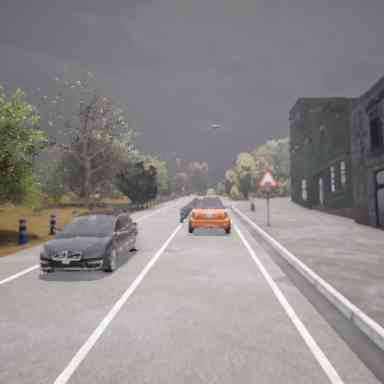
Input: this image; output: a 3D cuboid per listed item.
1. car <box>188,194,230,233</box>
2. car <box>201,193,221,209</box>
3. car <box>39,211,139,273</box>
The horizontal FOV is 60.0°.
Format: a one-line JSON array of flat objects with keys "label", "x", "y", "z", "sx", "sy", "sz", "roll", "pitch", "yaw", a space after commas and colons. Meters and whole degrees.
[{"label": "car", "x": 0.961, "y": 1.147, "z": 18.340, "sx": 2.097, "sy": 1.767, "sz": 4.553, "roll": 0, "pitch": 1, "yaw": 3}, {"label": "car", "x": 2.234, "y": 1.002, "z": 37.776, "sx": 1.882, "sy": 1.535, "sz": 5.008, "roll": 0, "pitch": 1, "yaw": 7}, {"label": "car", "x": -2.929, "y": 1.407, "z": 10.473, "sx": 1.837, "sy": 1.490, "sz": 4.892, "roll": 0, "pitch": 1, "yaw": 3}]
